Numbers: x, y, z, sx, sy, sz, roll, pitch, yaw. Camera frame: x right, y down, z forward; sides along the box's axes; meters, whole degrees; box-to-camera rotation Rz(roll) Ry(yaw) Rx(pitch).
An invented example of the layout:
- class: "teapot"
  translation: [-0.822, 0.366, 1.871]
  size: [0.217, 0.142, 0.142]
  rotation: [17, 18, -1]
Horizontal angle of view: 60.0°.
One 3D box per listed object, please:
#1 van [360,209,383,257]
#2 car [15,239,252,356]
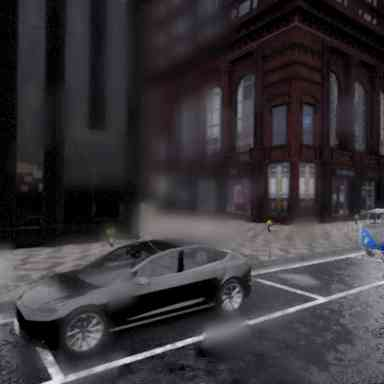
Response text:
- class: "van"
  translation: [7.857, 1.485, 12.266]
  size: [3.998, 1.788, 1.690]
  rotation: [1, 0, -36]
- class: "car"
  translation: [-0.770, 1.595, 6.100]
  size: [4.313, 1.339, 1.947]
  rotation: [1, 0, -36]
